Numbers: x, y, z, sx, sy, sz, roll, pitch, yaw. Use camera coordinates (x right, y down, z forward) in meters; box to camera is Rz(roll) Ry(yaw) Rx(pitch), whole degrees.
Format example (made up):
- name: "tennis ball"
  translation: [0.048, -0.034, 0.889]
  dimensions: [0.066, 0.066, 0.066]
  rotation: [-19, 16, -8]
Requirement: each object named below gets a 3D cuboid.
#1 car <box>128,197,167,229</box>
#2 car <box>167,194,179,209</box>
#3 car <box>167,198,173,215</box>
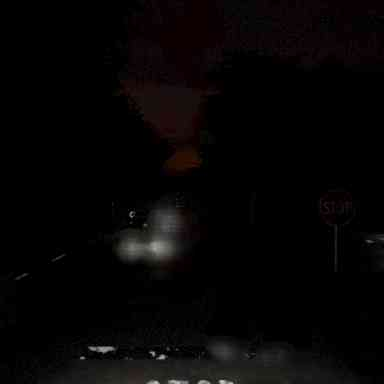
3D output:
- name: "car"
  translation: [-2.855, 1.315, 21.183]
  dimensions: [2.097, 1.767, 4.553]
  rotation: [1, 0, -5]
- name: "car"
  translation: [-3.165, 1.393, 43.553]
  dimensions: [2.128, 1.511, 4.902]
  rotation: [0, 0, 0]
- name: "car"
  translation: [-3.147, 1.546, 31.805]
  dimensions: [1.895, 1.301, 4.718]
  rotation: [0, 0, 0]
